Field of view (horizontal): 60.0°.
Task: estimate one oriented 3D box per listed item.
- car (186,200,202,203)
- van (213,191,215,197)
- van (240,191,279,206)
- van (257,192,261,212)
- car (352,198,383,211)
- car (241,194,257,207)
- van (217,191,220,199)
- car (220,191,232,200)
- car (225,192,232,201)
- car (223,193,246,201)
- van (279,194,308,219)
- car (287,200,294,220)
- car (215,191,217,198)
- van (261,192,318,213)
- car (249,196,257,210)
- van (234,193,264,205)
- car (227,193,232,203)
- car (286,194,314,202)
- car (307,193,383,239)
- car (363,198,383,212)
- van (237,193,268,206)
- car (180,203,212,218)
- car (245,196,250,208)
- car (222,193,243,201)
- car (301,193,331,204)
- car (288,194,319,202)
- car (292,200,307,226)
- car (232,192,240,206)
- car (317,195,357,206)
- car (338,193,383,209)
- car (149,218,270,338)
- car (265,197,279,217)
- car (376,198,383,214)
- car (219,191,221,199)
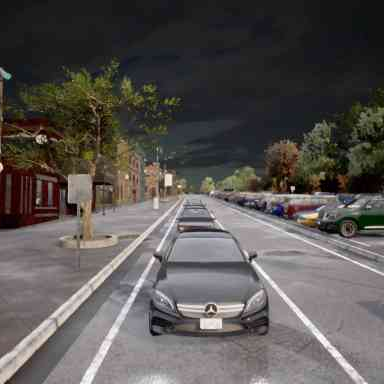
[{"bbox_3d":[0.227,1.442,29.861,2.128,1.511,4.902,0,0,0],"label":"car"},{"bbox_3d":[8.667,0.763,89.927,4.442,1.987,1.878,0,1,0],"label":"van"},{"bbox_3d":[9.208,1.163,45.080,4.442,1.987,1.878,0,0,0],"label":"van"},{"bbox_3d":[9.285,1.222,33.860,4.442,1.987,1.878,0,0,0],"label":"van"},{"bbox_3d":[22.234,1.451,40.209,4.792,1.488,2.163,0,0,0],"label":"car"},{"bbox_3d":[9.117,1.408,42.274,4.892,1.521,2.231,0,0,0],"label":"car"},{"bbox_3d":[8.744,0.863,78.714,4.442,1.987,1.878,0,1,0],"label":"van"},{"bbox_3d":[8.928,0.962,64.699,5.566,2.045,2.435,0,1,0],"label":"car"},{"bbox_3d":[8.974,1.279,61.899,4.674,1.452,2.002,0,1,0],"label":"car"},{"bbox_3d":[8.887,1.038,70.306,4.553,1.767,2.185,0,1,0],"label":"car"},{"bbox_3d":[9.343,1.237,25.448,4.442,1.987,1.878,0,0,0],"label":"van"},{"bbox_3d":[9.248,1.506,22.645,4.674,1.452,2.002,0,0,0],"label":"car"},{"bbox_3d":[8.836,1.064,81.520,5.008,1.535,2.097,0,1,0],"label":"car"},{"bbox_3d":[9.071,1.230,31.057,4.442,1.987,1.878,0,0,0],"label":"van"},{"bbox_3d":[9.179,1.469,36.663,4.792,1.488,2.163,0,0,0],"label":"car"},{"bbox_3d":[9.151,1.088,53.488,4.442,1.987,1.878,0,1,0],"label":"van"},{"bbox_3d":[9.008,1.290,56.293,4.892,1.521,2.231,0,1,0],"label":"car"},{"bbox_3d":[22.020,1.187,67.966,4.892,1.521,2.231,0,1,0],"label":"car"},{"bbox_3d":[9.256,1.220,17.038,5.566,2.045,2.435,0,0,0],"label":"car"},{"bbox_3d":[22.195,1.468,37.426,4.792,1.488,2.163,0,0,0],"label":"car"},{"bbox_3d":[9.170,1.113,50.685,4.442,1.987,1.878,0,1,0],"label":"van"},{"bbox_3d":[0.197,1.532,17.413,2.033,1.411,5.357,0,0,0],"label":"car"},{"bbox_3d":[9.127,1.465,39.471,4.674,1.452,2.002,0,0,0],"label":"car"},{"bbox_3d":[8.868,1.013,73.110,4.553,1.767,2.185,0,1,0],"label":"car"},{"bbox_3d":[22.103,1.135,59.639,4.553,1.767,2.185,0,1,0],"label":"car"},{"bbox_3d":[21.848,1.208,65.188,5.366,1.575,1.946,0,1,0],"label":"car"},{"bbox_3d":[9.079,1.466,19.840,5.366,1.575,1.946,0,0,0],"label":"car"},{"bbox_3d":[9.044,1.112,47.880,5.566,2.045,2.435,0,1,0],"label":"car"},{"bbox_3d":[22.315,1.332,51.313,5.366,1.575,1.946,0,1,0],"label":"car"},{"bbox_3d":[22.157,1.153,42.982,5.566,2.045,2.435,0,0,0],"label":"car"},{"bbox_3d":[0.254,1.524,6.834,1.812,1.442,4.674,0,0,0],"label":"car"},{"bbox_3d":[9.202,1.460,28.251,5.008,1.535,2.097,0,0,0],"label":"car"},{"bbox_3d":[22.428,1.444,34.655,5.366,1.575,1.946,0,0,0],"label":"car"},{"bbox_3d":[8.909,0.937,67.502,5.566,2.045,2.435,0,1,0],"label":"car"}]
